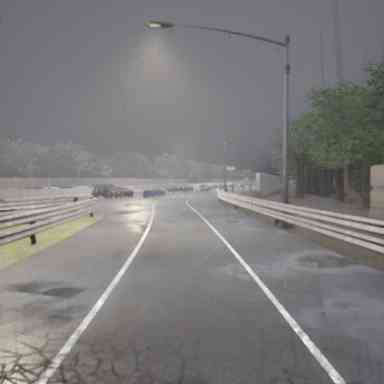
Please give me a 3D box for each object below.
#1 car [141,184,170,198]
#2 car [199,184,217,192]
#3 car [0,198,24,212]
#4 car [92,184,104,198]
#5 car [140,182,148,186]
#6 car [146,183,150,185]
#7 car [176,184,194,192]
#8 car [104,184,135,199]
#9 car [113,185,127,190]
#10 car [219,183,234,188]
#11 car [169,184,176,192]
[{"bbox_3d":[-5.430,0.066,48.926,1.882,1.535,5.008,0,2,19],"label":"car"},{"bbox_3d":[3.501,-0.831,75.485,1.994,1.385,4.181,0,2,18],"label":"car"},{"bbox_3d":[-14.098,1.014,23.176,1.882,1.535,5.008,0,2,19],"label":"car"},{"bbox_3d":[-12.598,-0.160,49.575,2.150,2.045,5.566,0,2,19],"label":"car"},{"bbox_3d":[-13.332,-1.275,91.402,1.812,1.442,4.674,0,2,18],"label":"car"},{"bbox_3d":[-10.010,-1.263,90.303,1.812,1.442,4.674,0,2,18],"label":"car"},{"bbox_3d":[-1.181,-0.892,72.525,2.097,1.767,4.553,0,2,19],"label":"car"},{"bbox_3d":[-9.847,0.047,46.773,2.097,1.767,4.553,0,2,19],"label":"car"},{"bbox_3d":[-20.075,-1.261,93.310,1.994,1.385,4.181,0,2,18],"label":"car"},{"bbox_3d":[9.944,-1.611,94.852,1.882,1.535,5.008,0,2,18],"label":"car"},{"bbox_3d":[-4.484,-0.722,73.686,2.033,1.411,5.357,0,2,19],"label":"car"}]
